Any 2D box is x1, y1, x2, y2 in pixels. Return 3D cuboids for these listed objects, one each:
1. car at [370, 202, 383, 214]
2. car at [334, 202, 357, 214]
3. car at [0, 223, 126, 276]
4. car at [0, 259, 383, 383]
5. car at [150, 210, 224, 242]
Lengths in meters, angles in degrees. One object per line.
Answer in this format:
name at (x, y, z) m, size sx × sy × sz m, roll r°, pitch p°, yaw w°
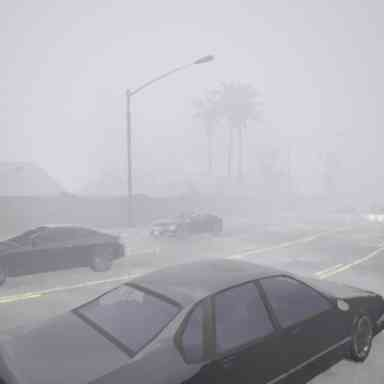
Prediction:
car at (24.240, 1.997, 42.722) m, size 2.128 × 1.511 × 4.902 m, roll -1°, pitch -1°, yaw 39°
car at (19.859, 2.073, 42.869) m, size 1.812 × 1.442 × 4.674 m, roll -1°, pitch -1°, yaw 39°
car at (-4.218, 1.683, 9.751) m, size 4.674 × 1.442 × 1.812 m, roll 1°, pitch -1°, yaw -39°
car at (0.462, 1.603, 4.132) m, size 5.357 × 1.411 × 2.033 m, roll 0°, pitch -1°, yaw -39°
car at (-0.163, 1.783, 18.445) m, size 2.128 × 1.511 × 4.902 m, roll -1°, pitch -1°, yaw 41°
